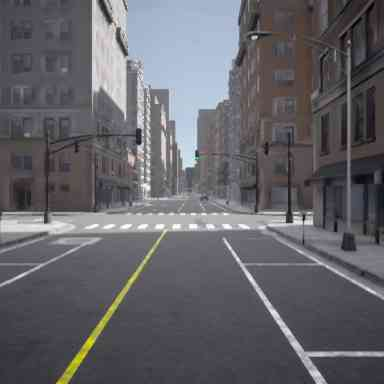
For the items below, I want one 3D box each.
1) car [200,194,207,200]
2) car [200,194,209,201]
[{"bbox_3d":[3.149,1.398,90.345,1.812,1.442,4.674,0,0,0],"label":"car"},{"bbox_3d":[3.145,1.390,83.346,1.837,1.490,4.892,0,0,0],"label":"car"}]
